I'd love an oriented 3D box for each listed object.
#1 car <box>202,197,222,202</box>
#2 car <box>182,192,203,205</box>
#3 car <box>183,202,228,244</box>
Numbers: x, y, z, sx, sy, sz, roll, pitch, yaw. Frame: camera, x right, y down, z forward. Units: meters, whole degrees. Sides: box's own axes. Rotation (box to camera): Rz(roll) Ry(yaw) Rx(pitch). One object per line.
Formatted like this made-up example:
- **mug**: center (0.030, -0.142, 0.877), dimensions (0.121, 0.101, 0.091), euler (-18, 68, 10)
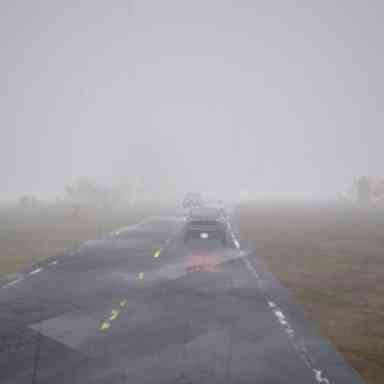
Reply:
- **car**: center (2.433, 1.455, 35.173), dimensions (1.895, 1.301, 4.718), euler (0, 0, 7)
- **car**: center (0.249, 1.046, 41.801), dimensions (2.150, 2.045, 5.566), euler (0, 0, 9)
- **car**: center (0.617, 1.443, 15.478), dimensions (1.837, 1.490, 4.892), euler (0, 1, 3)
